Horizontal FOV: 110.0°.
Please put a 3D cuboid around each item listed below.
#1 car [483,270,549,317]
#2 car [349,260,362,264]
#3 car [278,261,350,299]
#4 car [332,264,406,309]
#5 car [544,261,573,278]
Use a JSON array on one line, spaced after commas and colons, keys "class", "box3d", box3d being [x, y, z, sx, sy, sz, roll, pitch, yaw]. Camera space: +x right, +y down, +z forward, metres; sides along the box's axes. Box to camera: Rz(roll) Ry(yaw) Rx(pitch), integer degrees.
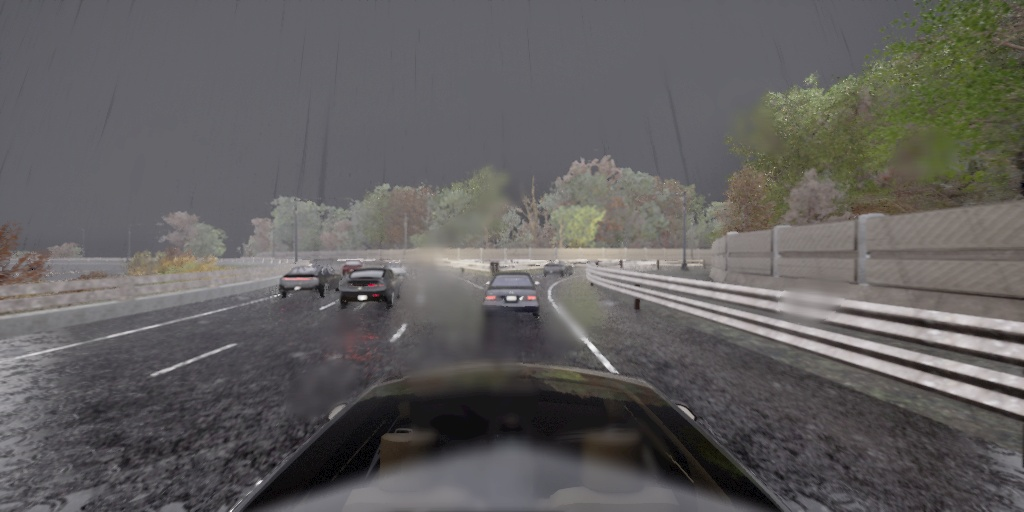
[{"class": "car", "box3d": [0.028, 1.277, 13.006, 2.033, 1.411, 5.357, 0, 0, 1]}, {"class": "car", "box3d": [-15.836, 1.170, 35.803, 1.882, 1.535, 5.008, 0, 0, -22]}, {"class": "car", "box3d": [-10.009, 1.215, 18.165, 2.128, 1.511, 4.902, 0, 0, -13]}, {"class": "car", "box3d": [-5.720, 1.231, 14.966, 1.837, 1.490, 4.892, 0, 0, -11]}, {"class": "car", "box3d": [4.410, 1.184, 33.673, 2.128, 1.511, 4.902, 0, 0, 23]}]
